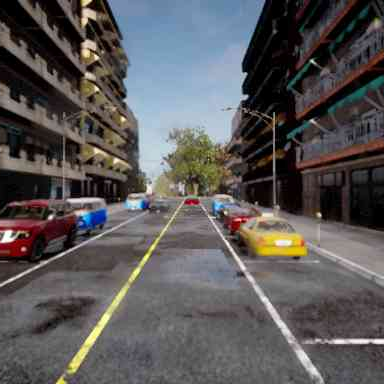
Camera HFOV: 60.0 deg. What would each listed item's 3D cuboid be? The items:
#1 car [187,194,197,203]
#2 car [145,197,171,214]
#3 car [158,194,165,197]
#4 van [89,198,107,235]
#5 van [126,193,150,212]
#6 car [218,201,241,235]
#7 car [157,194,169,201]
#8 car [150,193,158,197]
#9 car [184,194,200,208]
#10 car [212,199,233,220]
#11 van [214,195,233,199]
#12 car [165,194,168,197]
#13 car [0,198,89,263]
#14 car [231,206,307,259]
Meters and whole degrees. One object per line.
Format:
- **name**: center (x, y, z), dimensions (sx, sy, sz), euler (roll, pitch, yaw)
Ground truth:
- **car**: center (-0.007, 1.153, 60.720), dimensions (1.812, 1.442, 4.674), euler (0, 0, 0)
- **car**: center (-3.057, 1.405, 32.177), dimensions (1.895, 1.301, 4.718), euler (0, 0, 0)
- **car**: center (-5.770, 1.246, 51.572), dimensions (1.947, 1.339, 4.313), euler (1, 0, 0)
- **van**: center (-5.707, 1.229, 17.600), dimensions (1.690, 1.788, 3.998), euler (1, 0, 0)
- **van**: center (-5.737, 1.123, 34.585), dimensions (1.690, 1.788, 3.998), euler (1, 0, 0)
- **car**: center (2.674, 1.433, 17.578), dimensions (1.887, 1.381, 4.507), euler (1, 0, 0)
- **car**: center (-5.892, 1.133, 68.552), dimensions (2.008, 1.369, 4.403), euler (1, 0, 0)
- **car**: center (-5.746, 1.062, 40.246), dimensions (2.192, 1.841, 5.009), euler (1, 0, 0)
- **car**: center (0.022, 1.204, 43.839), dimensions (1.882, 1.535, 5.008), euler (0, 1, 0)
- **car**: center (2.668, 1.419, 23.240), dimensions (1.947, 1.339, 4.313), euler (1, 0, 0)
- **van**: center (2.640, 1.159, 28.900), dimensions (1.690, 1.788, 3.998), euler (1, 0, 0)
- **car**: center (-5.780, 1.198, 57.233), dimensions (2.008, 1.369, 4.403), euler (1, 0, 0)
- **car**: center (-5.697, 1.238, 11.940), dimensions (2.192, 1.841, 5.009), euler (1, 0, 0)
- **car**: center (2.681, 1.448, 12.087), dimensions (1.752, 1.417, 4.829), euler (1, 0, 0)
